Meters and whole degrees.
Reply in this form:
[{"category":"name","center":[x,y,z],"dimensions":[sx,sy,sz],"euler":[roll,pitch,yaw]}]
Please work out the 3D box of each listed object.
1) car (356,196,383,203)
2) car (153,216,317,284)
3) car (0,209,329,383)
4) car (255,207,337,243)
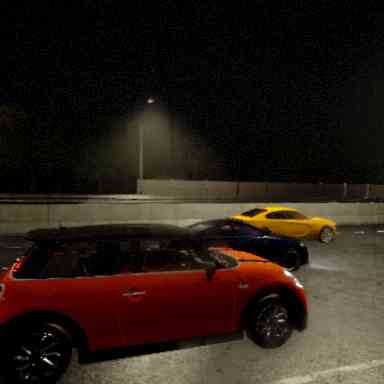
[{"category":"car","center":[19.092,1.215,34.550],"dimensions":[4.553,1.767,2.097],"euler":[0,1,-20]},{"category":"car","center":[1.161,1.477,9.453],"dimensions":[4.181,1.385,1.994],"euler":[0,1,-20]},{"category":"car","center":[-0.518,1.289,5.134],"dimensions":[4.553,1.767,2.097],"euler":[0,1,-20]},{"category":"car","center":[3.755,1.373,14.097],"dimensions":[5.008,1.535,1.882],"euler":[0,1,-20]}]
